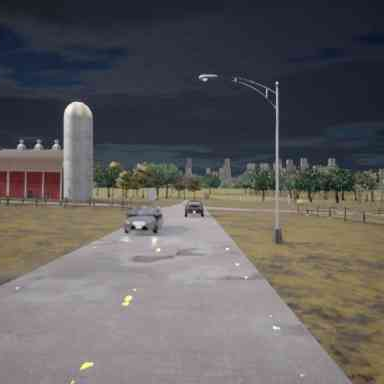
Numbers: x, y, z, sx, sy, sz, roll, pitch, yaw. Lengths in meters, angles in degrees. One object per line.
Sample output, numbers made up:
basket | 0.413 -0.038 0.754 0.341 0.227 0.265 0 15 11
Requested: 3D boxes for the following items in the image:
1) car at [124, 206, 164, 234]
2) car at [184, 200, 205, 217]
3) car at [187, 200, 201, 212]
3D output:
car | -2.771 1.581 19.843 2.128 1.511 4.902 0 0 0
car | 0.231 1.694 34.202 1.837 1.490 4.892 0 -1 0
car | 0.257 1.827 44.122 1.812 1.442 4.674 0 -1 0
